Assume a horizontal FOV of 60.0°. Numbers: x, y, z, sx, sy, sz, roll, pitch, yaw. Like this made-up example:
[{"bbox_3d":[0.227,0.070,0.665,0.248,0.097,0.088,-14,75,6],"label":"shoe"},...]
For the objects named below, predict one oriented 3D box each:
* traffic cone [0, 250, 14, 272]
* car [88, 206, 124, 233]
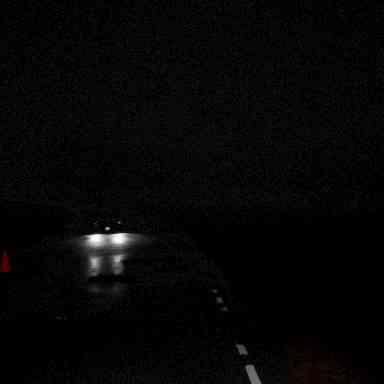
[{"bbox_3d":[-5.393,1.974,9.615,0.340,0.580,0.340,0,0,-6],"label":"traffic cone"},{"bbox_3d":[-5.370,1.582,20.423,2.033,1.411,5.357,0,0,-18],"label":"car"}]
